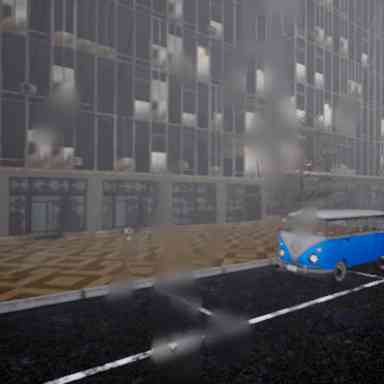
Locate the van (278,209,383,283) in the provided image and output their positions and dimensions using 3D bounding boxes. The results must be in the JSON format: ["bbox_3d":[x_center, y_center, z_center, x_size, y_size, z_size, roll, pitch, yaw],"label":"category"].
[{"bbox_3d":[4.231,1.414,9.619,3.998,1.788,1.690,1,0,-36],"label":"van"}]
